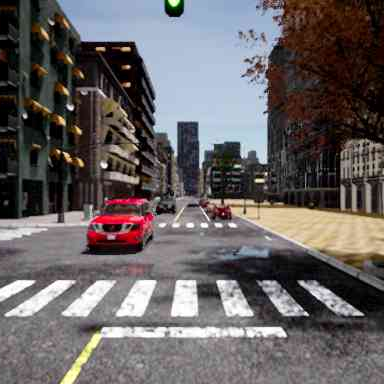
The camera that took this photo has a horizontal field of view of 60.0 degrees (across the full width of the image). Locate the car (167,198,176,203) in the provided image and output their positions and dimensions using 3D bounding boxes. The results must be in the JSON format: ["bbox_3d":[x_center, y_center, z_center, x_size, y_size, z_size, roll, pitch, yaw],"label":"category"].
[{"bbox_3d":[-5.626,2.383,91.996,2.008,1.369,4.403,0,-1,0],"label":"car"}]

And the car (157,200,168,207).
[{"bbox_3d":[-5.644,2.146,64.333,1.802,1.307,4.206,0,-1,0],"label":"car"}]

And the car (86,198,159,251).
[{"bbox_3d":[-2.989,1.356,15.088,2.150,2.045,5.566,0,0,0],"label":"car"}]

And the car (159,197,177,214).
[{"bbox_3d":[-2.972,1.576,39.880,2.150,2.045,5.566,0,0,0],"label":"car"}]

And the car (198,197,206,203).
[{"bbox_3d":[2.755,2.273,91.990,1.967,1.590,4.097,0,-1,0],"label":"car"}]

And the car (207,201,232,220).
[{"bbox_3d":[2.713,1.806,31.133,1.887,1.381,4.507,0,-1,0],"label":"car"}]

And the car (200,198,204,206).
[{"bbox_3d":[2.732,2.095,58.795,1.802,1.307,4.206,0,-1,0],"label":"car"}]

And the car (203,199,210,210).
[{"bbox_3d":[2.721,1.887,42.369,1.752,1.417,4.829,0,-1,0],"label":"car"}]

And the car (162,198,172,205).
[{"bbox_3d":[-5.637,2.109,75.400,1.967,1.590,4.097,0,-1,0],"label":"car"}]

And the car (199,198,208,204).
[{"bbox_3d":[2.747,2.267,80.926,1.887,1.381,4.507,0,-1,0],"label":"car"}]

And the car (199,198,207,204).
[{"bbox_3d":[2.751,2.328,86.458,2.008,1.369,4.403,0,-1,0],"label":"car"}]

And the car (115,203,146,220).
[{"bbox_3d":[-5.667,1.812,31.139,2.008,1.369,4.403,0,0,0],"label":"car"}]

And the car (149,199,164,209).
[{"bbox_3d":[-5.652,1.902,53.270,1.967,1.590,4.097,0,-1,0],"label":"car"}]

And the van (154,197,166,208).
[{"bbox_3d":[-5.648,1.854,58.804,1.690,1.788,3.998,0,-1,0],"label":"van"}]

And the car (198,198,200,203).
[{"bbox_3d":[2.740,2.143,70.031,1.752,1.417,4.829,0,-1,0],"label":"car"}]

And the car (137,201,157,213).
[{"bbox_3d":[-5.660,1.911,42.205,2.008,1.369,4.403,0,-1,0],"label":"car"}]
